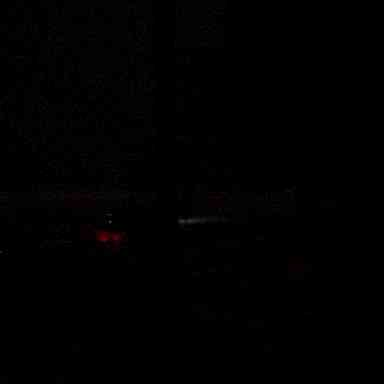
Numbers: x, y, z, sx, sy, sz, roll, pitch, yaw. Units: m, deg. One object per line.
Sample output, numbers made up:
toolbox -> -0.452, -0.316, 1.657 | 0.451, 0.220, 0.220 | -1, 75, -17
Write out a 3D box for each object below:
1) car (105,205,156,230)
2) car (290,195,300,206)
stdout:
car -> -3.796, 1.683, 23.117 | 2.128, 1.511, 4.902 | 2, 1, 35
car -> 19.248, 1.512, 59.611 | 2.150, 2.045, 5.566 | 2, 1, 30
